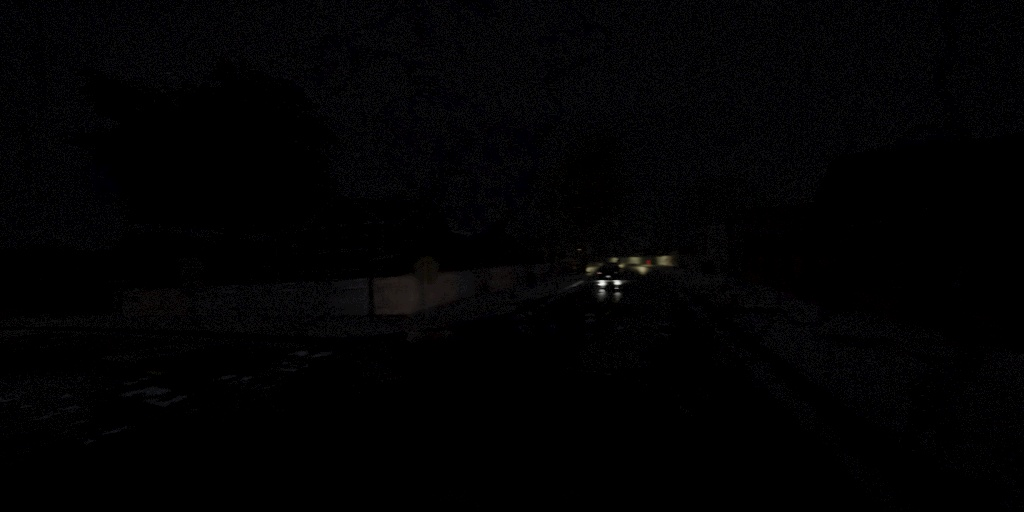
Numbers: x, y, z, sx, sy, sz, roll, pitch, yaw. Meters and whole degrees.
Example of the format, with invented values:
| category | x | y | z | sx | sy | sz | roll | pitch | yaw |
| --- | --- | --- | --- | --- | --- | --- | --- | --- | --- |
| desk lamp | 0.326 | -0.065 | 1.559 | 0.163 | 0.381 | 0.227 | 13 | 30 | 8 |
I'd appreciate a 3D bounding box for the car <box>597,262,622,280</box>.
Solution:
| category | x | y | z | sx | sy | sz | roll | pitch | yaw |
| --- | --- | --- | --- | --- | --- | --- | --- | --- | --- |
| car | 8.664 | 1.265 | 31.516 | 2.033 | 1.411 | 5.357 | -3 | -1 | 20 |
